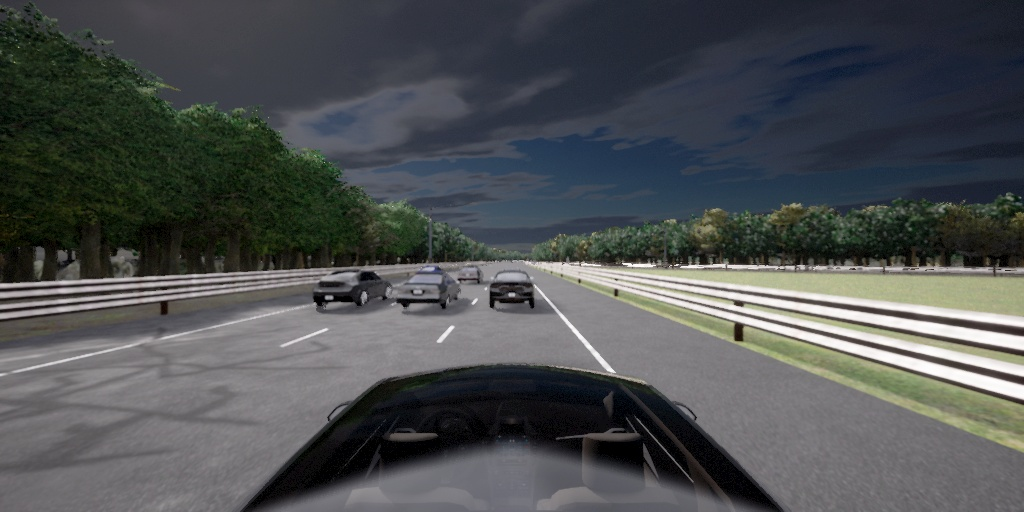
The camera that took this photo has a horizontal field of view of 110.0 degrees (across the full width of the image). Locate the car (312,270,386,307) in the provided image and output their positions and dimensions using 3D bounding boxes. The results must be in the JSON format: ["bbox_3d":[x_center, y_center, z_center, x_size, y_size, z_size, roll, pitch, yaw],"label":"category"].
[{"bbox_3d":[-6.993,1.377,16.159,1.837,1.490,4.892,0,-1,0],"label":"car"}]

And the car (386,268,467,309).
[{"bbox_3d":[-3.496,1.422,15.839,2.033,1.411,5.357,1,-1,0],"label":"car"}]

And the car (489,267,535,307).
[{"bbox_3d":[0.004,1.369,16.336,1.882,1.535,5.008,0,0,0],"label":"car"}]

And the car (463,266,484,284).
[{"bbox_3d":[-3.505,1.585,30.839,2.033,1.411,5.357,0,-1,0],"label":"car"}]

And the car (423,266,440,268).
[{"bbox_3d":[-7.000,1.567,31.243,1.812,1.442,4.674,0,0,0],"label":"car"}]
